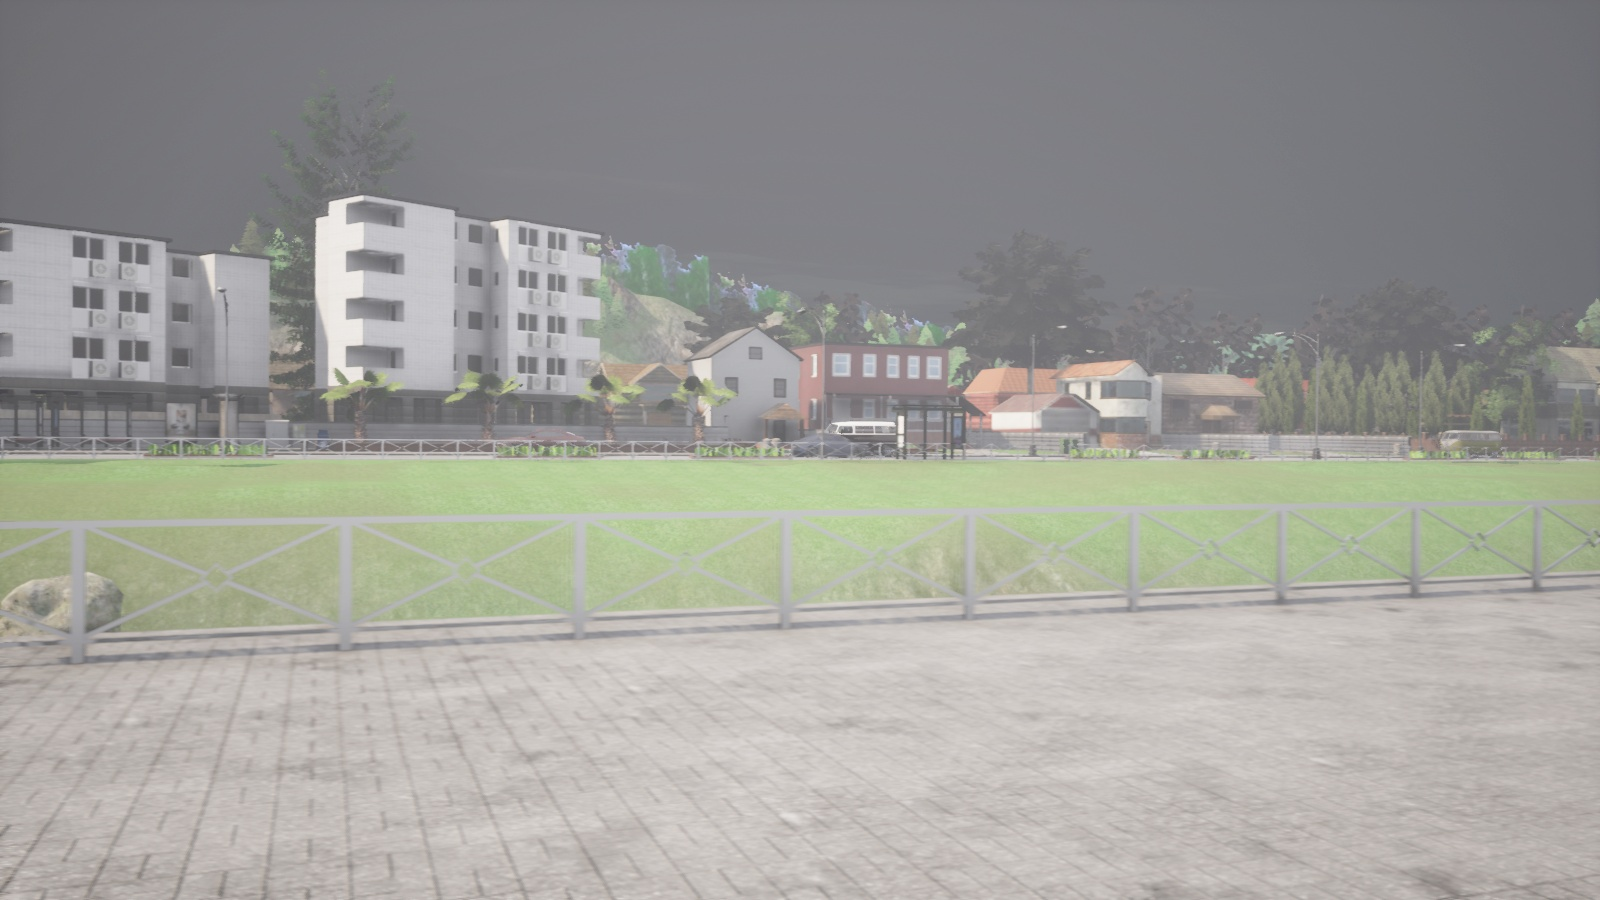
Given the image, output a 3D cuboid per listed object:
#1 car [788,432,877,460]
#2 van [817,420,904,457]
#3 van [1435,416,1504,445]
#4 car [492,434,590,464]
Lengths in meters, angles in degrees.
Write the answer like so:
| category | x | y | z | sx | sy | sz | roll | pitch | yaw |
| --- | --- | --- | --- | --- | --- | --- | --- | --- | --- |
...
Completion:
| category | x | y | z | sx | sy | sz | roll | pitch | yaw |
| --- | --- | --- | --- | --- | --- | --- | --- | --- | --- |
| car | 1.708 | -0.233 | 66.152 | 4.181 | 1.385 | 1.994 | -1 | 1 | -21 |
| van | 3.418 | -0.672 | 71.075 | 4.480 | 2.038 | 2.069 | -1 | 1 | -21 |
| van | 46.641 | -1.377 | 87.474 | 4.442 | 1.987 | 1.775 | -1 | 1 | -21 |
| car | -13.337 | -0.085 | 64.721 | 4.674 | 1.442 | 1.812 | -1 | 1 | -21 |
